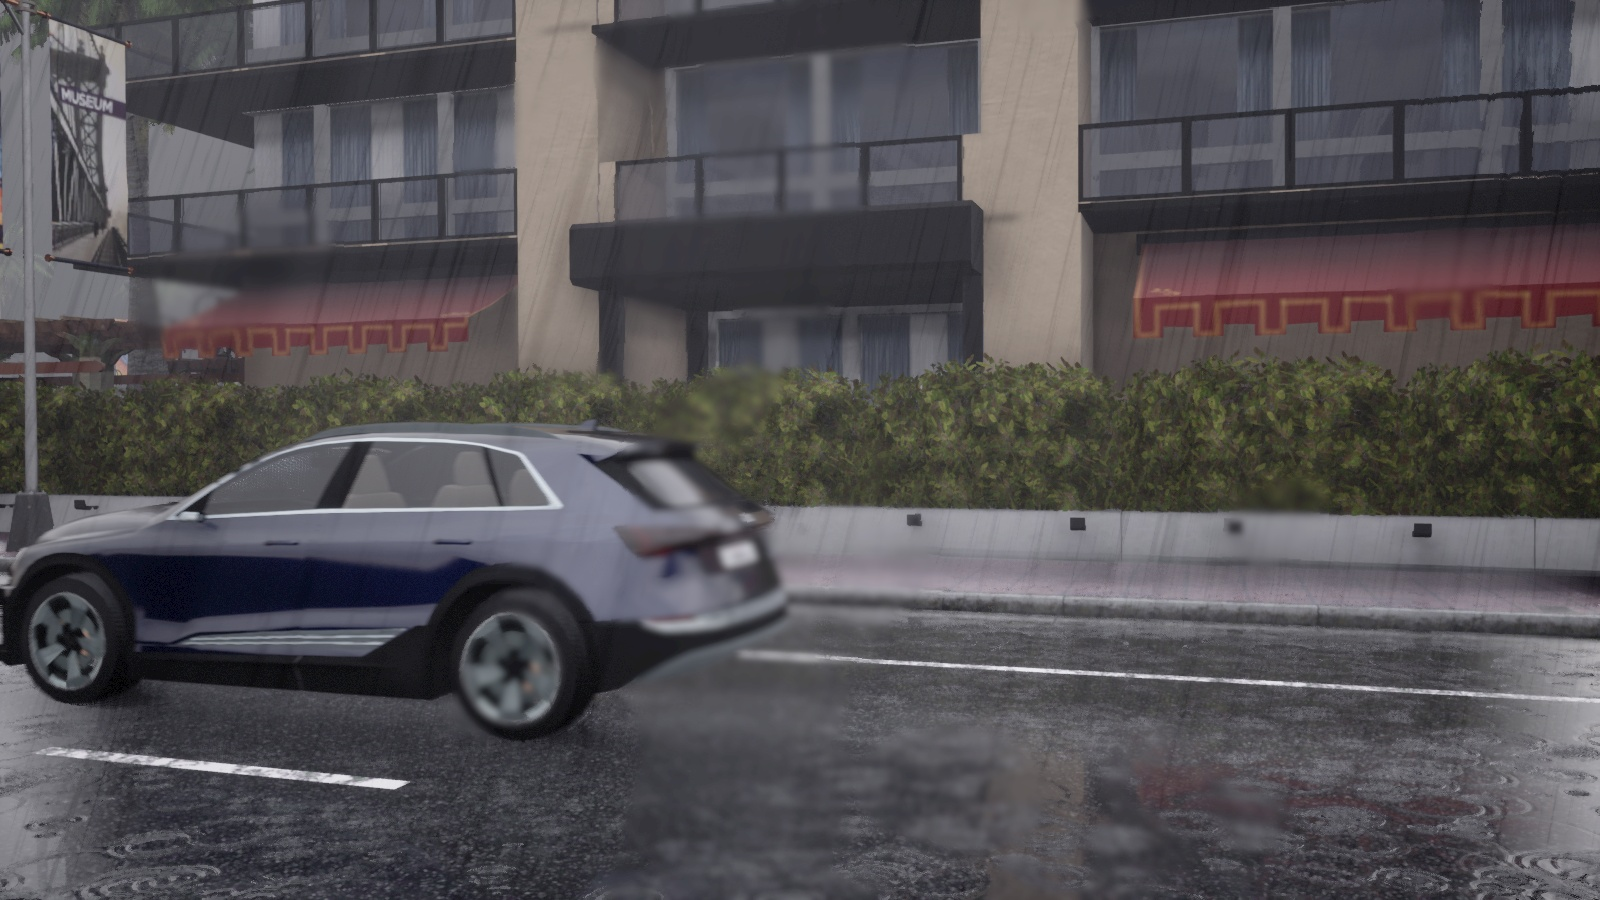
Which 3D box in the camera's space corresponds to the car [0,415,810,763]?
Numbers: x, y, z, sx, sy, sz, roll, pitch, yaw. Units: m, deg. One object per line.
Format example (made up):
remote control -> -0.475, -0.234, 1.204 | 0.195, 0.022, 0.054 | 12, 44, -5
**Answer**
car -> -2.564, 0.624, 7.658 | 4.856, 1.649, 2.033 | 1, 1, 18
